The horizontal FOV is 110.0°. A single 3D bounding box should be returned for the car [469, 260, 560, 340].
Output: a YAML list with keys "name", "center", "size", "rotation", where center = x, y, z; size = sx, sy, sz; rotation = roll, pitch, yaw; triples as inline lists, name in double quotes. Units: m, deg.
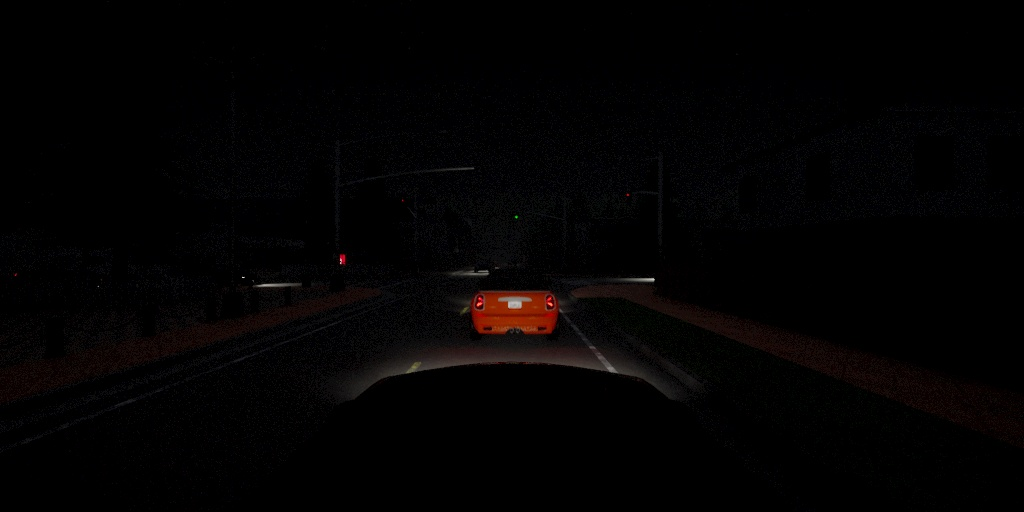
- name: "car"
  center: [0.073, 1.101, 10.086]
  size: [2.097, 1.767, 4.553]
  rotation: [0, 0, 0]

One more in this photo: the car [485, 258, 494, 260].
- name: "car"
  center: [-3.597, 1.228, 44.722]
  size: [1.882, 1.535, 5.008]
  rotation: [0, 0, 0]

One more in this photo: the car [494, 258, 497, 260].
- name: "car"
  center: [-3.590, 1.241, 54.184]
  size: [2.128, 1.511, 4.902]
  rotation: [0, 0, 0]

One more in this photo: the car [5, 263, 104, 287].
- name: "car"
  center: [-30.381, 1.329, 24.069]
  size: [4.181, 1.385, 1.994]
  rotation: [0, 0, -2]

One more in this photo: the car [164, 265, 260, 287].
- name: "car"
  center: [-20.342, 1.313, 24.351]
  size: [5.357, 1.411, 2.033]
  rotation: [0, 0, -2]

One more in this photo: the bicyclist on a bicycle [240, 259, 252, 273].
- name: "bicyclist on a bicycle"
  center: [-23.557, 1.066, 31.740]
  size: [0.582, 1.620, 1.656]
  rotation: [0, 0, -2]
